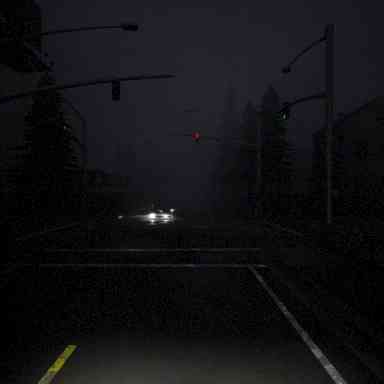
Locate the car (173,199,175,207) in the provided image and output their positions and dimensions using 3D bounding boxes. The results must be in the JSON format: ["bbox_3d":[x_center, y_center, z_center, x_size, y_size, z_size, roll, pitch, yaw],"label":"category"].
[{"bbox_3d":[-3.520,1.504,48.335,1.837,1.490,4.892,0,0,0],"label":"car"}]

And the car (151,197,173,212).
[{"bbox_3d":[-3.550,1.601,38.211,1.895,1.301,4.718,0,0,0],"label":"car"}]
